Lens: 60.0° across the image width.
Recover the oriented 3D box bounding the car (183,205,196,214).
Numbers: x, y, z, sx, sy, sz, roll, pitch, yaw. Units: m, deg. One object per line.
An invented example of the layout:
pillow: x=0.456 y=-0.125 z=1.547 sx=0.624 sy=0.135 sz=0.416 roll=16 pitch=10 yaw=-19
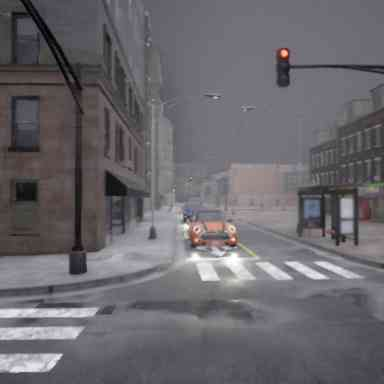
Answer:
car: x=-0.511 y=2.768 z=52.579 sx=1.895 sy=1.301 sz=4.718 roll=0 pitch=-1 yaw=-2

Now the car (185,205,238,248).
car: x=0.919 y=1.704 z=16.733 sx=2.097 sy=1.767 sz=4.553 roll=0 pitch=-1 yaw=-3

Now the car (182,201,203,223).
car: x=0.190 y=1.932 z=33.526 sx=2.150 sy=2.045 sz=5.566 roll=0 pitch=-1 yaw=-2

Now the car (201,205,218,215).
car: x=2.480 y=2.584 z=48.090 sx=1.994 sy=1.385 sz=4.181 roll=0 pitch=-1 yaw=-2
